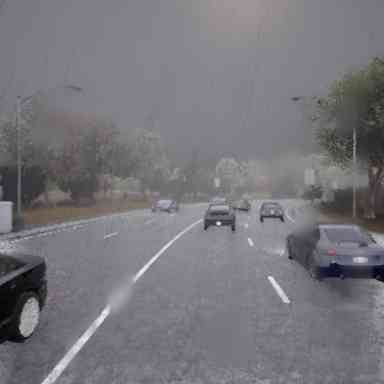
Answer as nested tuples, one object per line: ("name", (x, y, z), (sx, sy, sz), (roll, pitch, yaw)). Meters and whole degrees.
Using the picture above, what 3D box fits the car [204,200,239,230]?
("car", (1.838, 1.492, 20.876), (1.837, 1.490, 4.892), (0, 0, 8))

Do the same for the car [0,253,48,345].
("car", (-3.440, 1.463, 3.628), (1.882, 1.535, 5.008), (0, 0, 2))

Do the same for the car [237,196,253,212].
("car", (5.729, 1.550, 38.782), (1.994, 1.385, 4.181), (0, 0, 15))

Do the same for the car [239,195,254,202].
("car", (11.907, 1.455, 72.713), (1.994, 1.385, 4.181), (0, 0, 27))

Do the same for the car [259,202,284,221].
("car", (6.449, 1.549, 27.099), (2.033, 1.411, 5.357), (0, 0, 12))

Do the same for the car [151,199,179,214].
("car", (-2.724, 1.477, 34.950), (1.812, 1.442, 4.674), (0, 0, 14))

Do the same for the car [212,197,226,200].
("car", (3.521, 1.472, 44.296), (1.837, 1.490, 4.892), (0, 0, 18))

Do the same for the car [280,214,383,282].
("car", (4.106, 1.569, 9.831), (1.994, 1.385, 4.181), (0, 0, 4))
